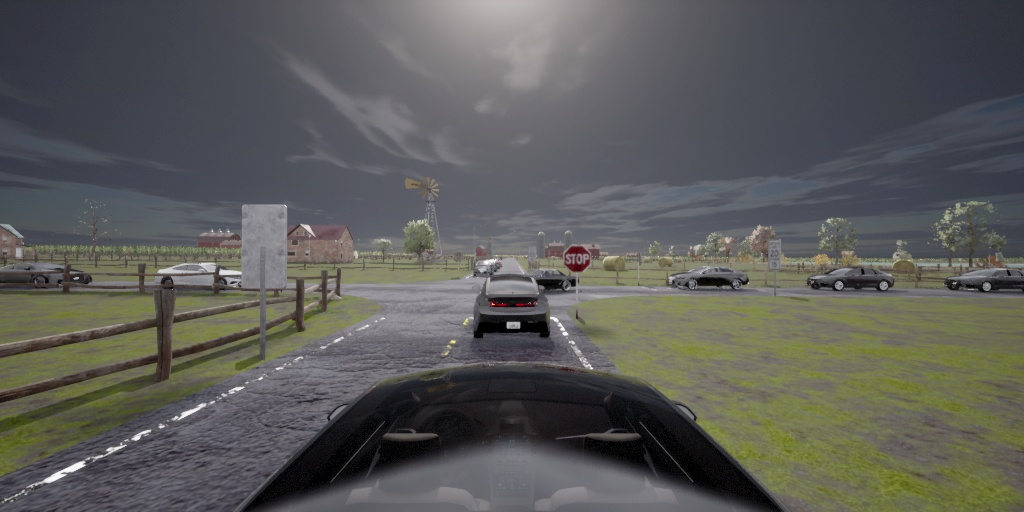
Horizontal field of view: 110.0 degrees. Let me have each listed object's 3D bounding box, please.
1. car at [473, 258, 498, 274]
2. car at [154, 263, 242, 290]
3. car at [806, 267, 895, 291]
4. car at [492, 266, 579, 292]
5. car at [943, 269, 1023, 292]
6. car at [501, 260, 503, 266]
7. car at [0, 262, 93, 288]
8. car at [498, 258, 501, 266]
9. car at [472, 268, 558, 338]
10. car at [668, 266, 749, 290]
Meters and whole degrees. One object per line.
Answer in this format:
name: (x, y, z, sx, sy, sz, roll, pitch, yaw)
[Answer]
car: (-2.860, 1.243, 36.879, 2.128, 1.511, 4.902, 0, 0, 0)
car: (-17.244, 1.103, 20.149, 4.674, 1.442, 1.812, 1, -1, -1)
car: (22.199, 1.499, 23.639, 4.892, 1.490, 1.837, 1, -1, -1)
car: (1.499, 1.369, 20.239, 4.718, 1.301, 1.895, 1, 0, -35)
car: (31.702, 1.587, 23.760, 4.892, 1.490, 1.837, 1, -1, -1)
car: (-2.823, 1.240, 55.867, 2.128, 1.511, 4.902, 0, 0, 0)
car: (-26.364, 1.048, 20.027, 4.181, 1.385, 1.994, 1, -1, -1)
car: (-2.853, 1.241, 46.325, 2.128, 1.511, 4.902, 0, 0, 0)
car: (-0.074, 1.256, 10.193, 1.837, 1.490, 4.892, 0, 0, -3)
car: (12.797, 1.397, 23.468, 4.902, 1.511, 2.128, 1, -1, -2)
